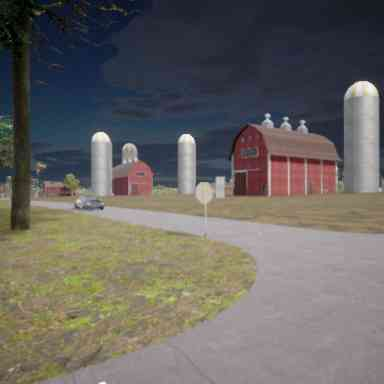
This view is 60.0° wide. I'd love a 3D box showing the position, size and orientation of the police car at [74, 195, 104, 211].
[{"bbox_3d":[-10.488,1.108,33.902,2.038,1.542,4.974,0,0,-34],"label":"police car"}]
